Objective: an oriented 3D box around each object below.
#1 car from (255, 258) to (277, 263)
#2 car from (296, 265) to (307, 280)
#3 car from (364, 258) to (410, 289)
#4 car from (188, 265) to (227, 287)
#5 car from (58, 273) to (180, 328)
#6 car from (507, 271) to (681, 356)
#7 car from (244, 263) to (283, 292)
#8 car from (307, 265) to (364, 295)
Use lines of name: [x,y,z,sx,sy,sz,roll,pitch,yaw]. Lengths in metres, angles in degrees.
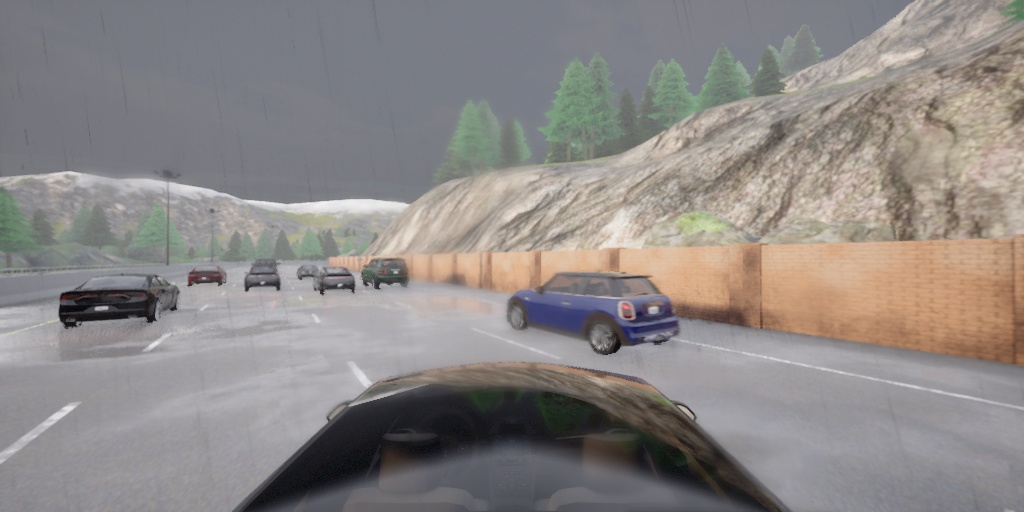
car: [-24.499,1.254,35.683,2.150,2.045,5.566,0,0,-34]
car: [-20.043,1.575,35.327,2.033,1.411,5.357,0,-1,-34]
car: [-8.948,1.166,25.131,2.150,2.045,5.566,0,-1,-34]
car: [-23.017,1.436,27.222,1.882,1.535,5.008,0,-1,-34]
car: [-12.722,1.311,11.953,1.882,1.535,5.008,0,-1,-34]
car: [1.768,1.165,9.236,2.097,1.767,4.553,0,-1,-34]
car: [-16.160,1.419,23.311,2.128,1.511,4.902,0,-1,-34]
car: [-10.675,1.405,21.437,2.128,1.511,4.902,0,-1,-34]
